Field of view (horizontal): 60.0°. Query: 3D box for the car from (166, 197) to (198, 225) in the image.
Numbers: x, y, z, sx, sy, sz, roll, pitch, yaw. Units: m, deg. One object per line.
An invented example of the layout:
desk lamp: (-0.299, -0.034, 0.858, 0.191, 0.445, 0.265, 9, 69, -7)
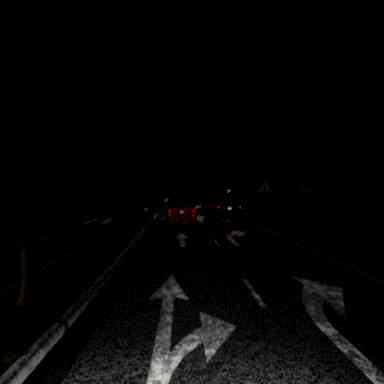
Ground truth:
car: (-0.738, 1.284, 23.433, 2.097, 1.767, 4.553, 0, 0, -2)

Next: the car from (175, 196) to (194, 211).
car: (-0.821, 1.276, 39.536, 1.882, 1.535, 5.008, 0, 1, 2)

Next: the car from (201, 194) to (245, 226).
car: (2.160, 1.141, 23.089, 2.150, 2.045, 5.566, 0, -1, -3)

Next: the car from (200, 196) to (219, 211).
car: (2.067, 1.286, 39.752, 2.128, 1.511, 4.902, 0, 1, 2)
